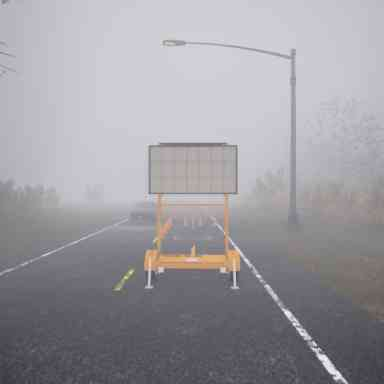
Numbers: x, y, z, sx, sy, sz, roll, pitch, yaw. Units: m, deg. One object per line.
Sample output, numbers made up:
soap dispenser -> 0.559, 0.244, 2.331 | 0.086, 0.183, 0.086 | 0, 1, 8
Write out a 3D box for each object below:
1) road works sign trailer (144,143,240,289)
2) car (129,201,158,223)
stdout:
road works sign trailer -> 0.031, 0.460, 9.138 | 2.380, 3.560, 2.880 | 0, 0, 1
car -> -3.563, 1.467, 25.569 | 1.882, 1.535, 5.008 | 0, 0, 0
